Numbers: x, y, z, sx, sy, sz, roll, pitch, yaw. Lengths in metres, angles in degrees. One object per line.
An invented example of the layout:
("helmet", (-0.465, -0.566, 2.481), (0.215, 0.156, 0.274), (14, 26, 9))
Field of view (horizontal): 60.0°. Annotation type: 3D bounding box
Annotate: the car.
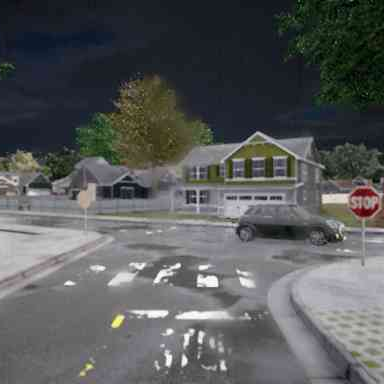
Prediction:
("car", (4.292, 1.323, 14.702), (4.553, 1.767, 2.097), (-1, -1, 31))
